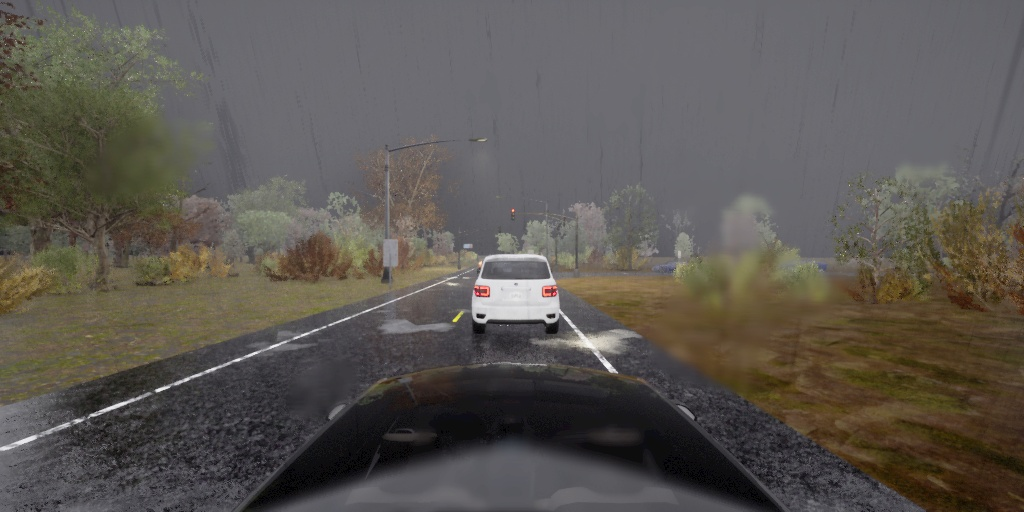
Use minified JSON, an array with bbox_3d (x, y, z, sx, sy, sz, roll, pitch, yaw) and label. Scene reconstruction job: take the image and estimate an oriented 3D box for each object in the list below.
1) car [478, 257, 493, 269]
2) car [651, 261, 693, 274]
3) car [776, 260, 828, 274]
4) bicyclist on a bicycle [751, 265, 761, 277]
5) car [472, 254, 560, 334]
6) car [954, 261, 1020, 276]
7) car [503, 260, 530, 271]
[{"bbox_3d":[-4.220,1.104,57.571,2.097,1.767,4.553,0,0,-2],"label":"car"},{"bbox_3d":[18.652,1.288,41.636,4.674,1.442,1.812,0,0,1],"label":"car"},{"bbox_3d":[33.255,1.250,41.253,5.008,1.535,1.882,-1,0,3],"label":"car"},{"bbox_3d":[24.009,1.223,35.244,0.582,1.620,1.656,0,0,1],"label":"bicyclist on a bicycle"},{"bbox_3d":[0.086,0.971,10.753,2.150,2.045,5.566,0,0,0],"label":"car"},{"bbox_3d":[49.064,1.279,37.129,4.902,1.511,2.128,0,0,5],"label":"car"},{"bbox_3d":[0.544,1.315,49.282,1.994,1.385,4.181,0,0,-26],"label":"car"}]
